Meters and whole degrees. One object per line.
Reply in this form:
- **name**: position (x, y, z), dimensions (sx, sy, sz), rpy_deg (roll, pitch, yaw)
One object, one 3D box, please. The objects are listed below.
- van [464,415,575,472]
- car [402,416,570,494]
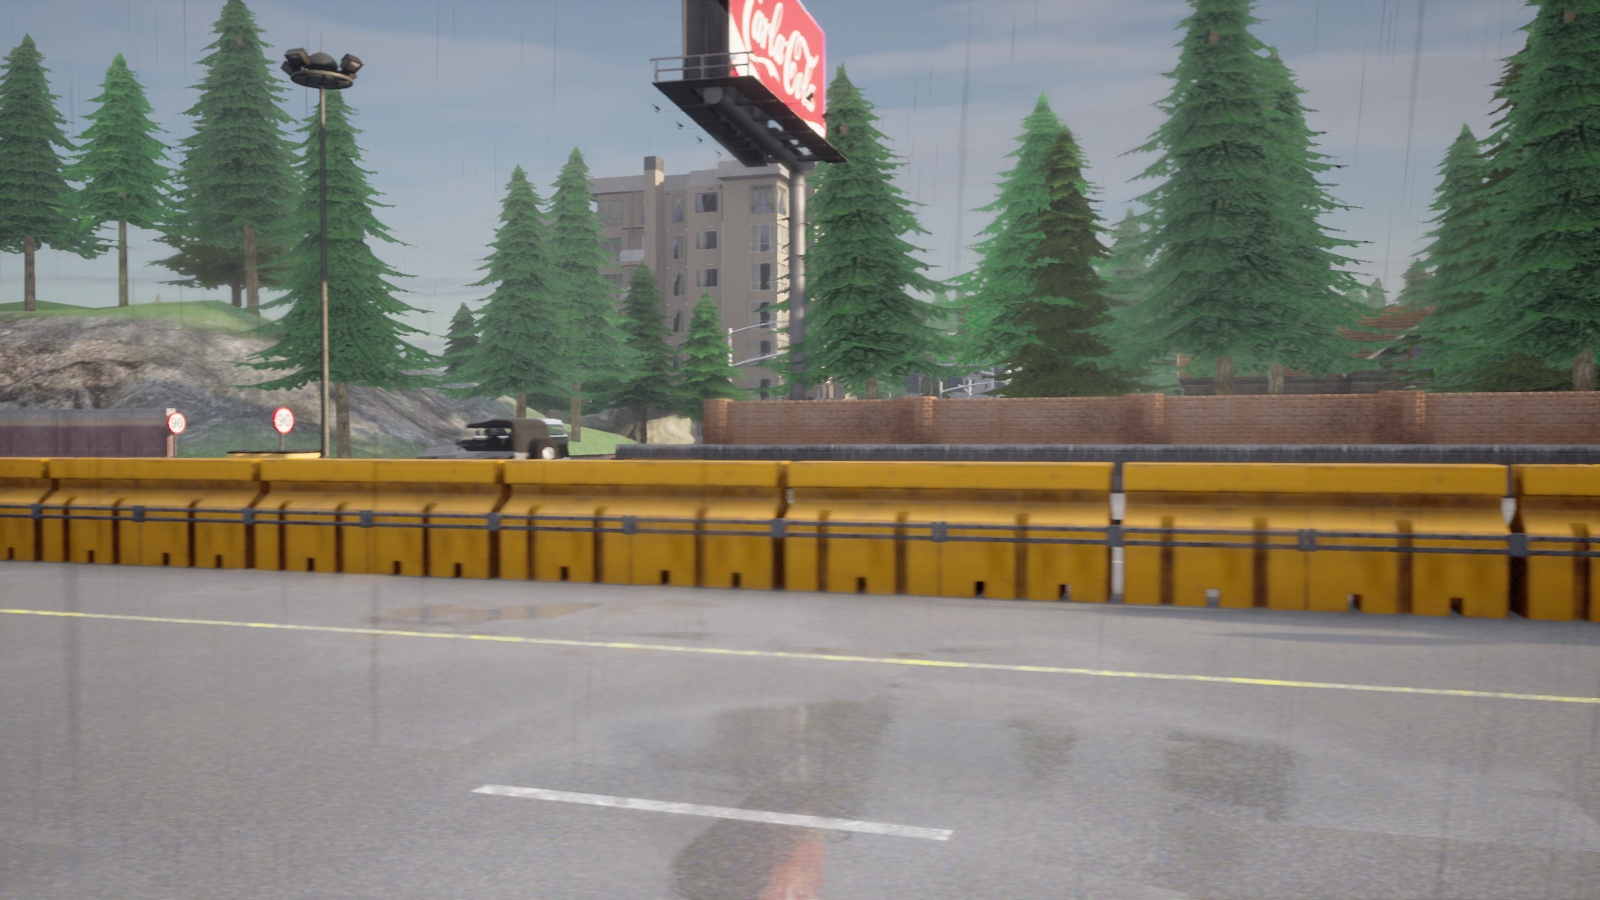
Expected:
- **van**: position (-10.543, -0.271, 47.542), dimensions (2.069, 2.038, 4.480), rpy_deg (1, 1, 19)
- **car**: position (-8.021, 0.079, 32.054), dimensions (3.866, 1.878, 1.905), rpy_deg (1, 1, 28)
